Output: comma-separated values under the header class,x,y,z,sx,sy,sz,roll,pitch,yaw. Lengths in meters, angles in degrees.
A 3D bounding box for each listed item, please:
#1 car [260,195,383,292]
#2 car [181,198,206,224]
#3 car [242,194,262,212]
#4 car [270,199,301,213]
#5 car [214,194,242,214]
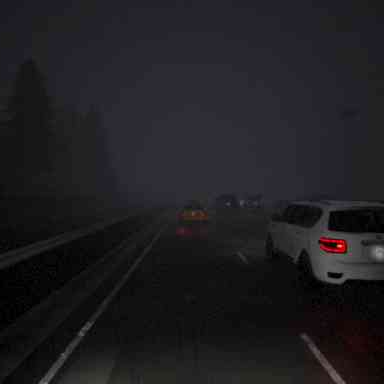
class,x,y,z,sx,sy,sz,roll,pitch,yaw
car,3.598,1.229,9.079,2.150,2.045,5.566,0,0,0
car,0.099,1.478,25.136,1.801,1.575,5.366,0,0,0
car,7.096,1.256,39.580,2.150,2.045,5.566,0,0,0
car,10.596,1.580,38.064,2.033,1.411,5.357,0,0,0
car,3.598,1.252,35.337,2.150,2.045,5.566,0,0,0
